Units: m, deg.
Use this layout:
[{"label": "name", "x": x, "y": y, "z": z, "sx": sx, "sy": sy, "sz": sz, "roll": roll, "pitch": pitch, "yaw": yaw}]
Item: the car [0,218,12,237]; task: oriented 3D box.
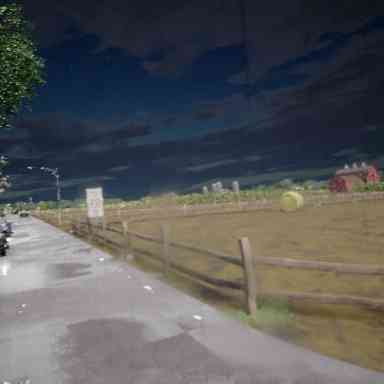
[{"label": "car", "x": -10.256, "y": 2.337, "z": 16.522, "sx": 1.882, "sy": 1.535, "sz": 5.008, "roll": -4, "pitch": 0, "yaw": -28}]

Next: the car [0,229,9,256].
[{"label": "car", "x": -5.536, "y": 1.938, "z": 7.545, "sx": 2.128, "sy": 1.511, "sz": 4.902, "roll": -4, "pitch": 0, "yaw": -28}]

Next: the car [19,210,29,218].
[{"label": "car", "x": -38.772, "y": 5.161, "z": 76.874, "sx": 1.882, "sy": 1.535, "sz": 5.008, "roll": -4, "pitch": -1, "yaw": -28}]
